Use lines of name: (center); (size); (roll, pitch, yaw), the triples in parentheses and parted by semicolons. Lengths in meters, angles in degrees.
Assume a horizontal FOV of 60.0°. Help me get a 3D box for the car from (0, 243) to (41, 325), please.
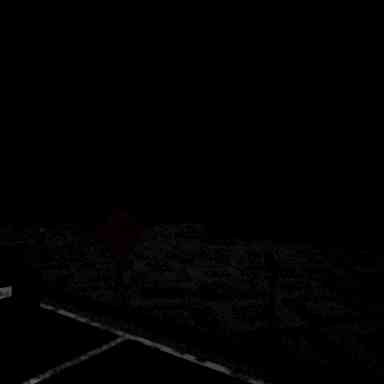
car: (-4.561, 1.563, 6.215); (4.313, 1.339, 1.947); (0, 0, 35)

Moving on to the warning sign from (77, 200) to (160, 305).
warning sign: (-1.491, 1.114, 6.855); (1.060, 1.860, 1.300); (0, 0, 35)
